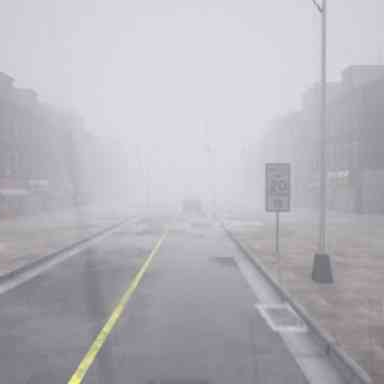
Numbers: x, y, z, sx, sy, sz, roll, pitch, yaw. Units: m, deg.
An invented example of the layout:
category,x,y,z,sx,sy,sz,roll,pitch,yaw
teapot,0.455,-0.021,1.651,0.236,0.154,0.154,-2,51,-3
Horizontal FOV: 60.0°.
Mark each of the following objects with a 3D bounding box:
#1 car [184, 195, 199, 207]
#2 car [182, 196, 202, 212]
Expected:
category,x,y,z,sx,sy,sz,roll,pitch,yaw
car,-0.005,1.210,46.624,2.033,1.411,5.357,0,1,1
car,-0.012,1.265,34.660,1.837,1.490,4.892,0,1,0
